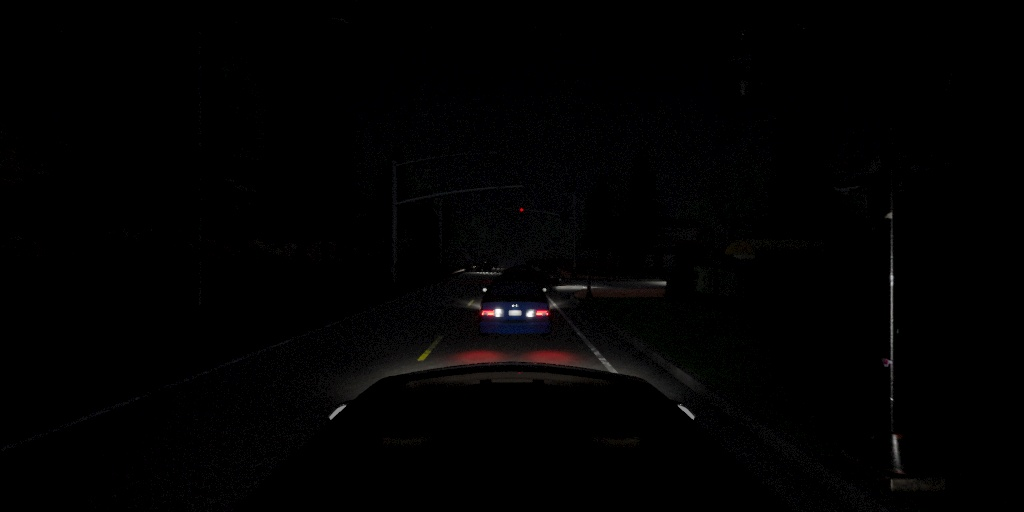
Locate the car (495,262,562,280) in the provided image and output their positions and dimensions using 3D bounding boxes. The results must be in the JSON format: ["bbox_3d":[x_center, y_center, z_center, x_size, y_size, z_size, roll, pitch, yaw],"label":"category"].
[{"bbox_3d":[1.365,1.358,26.068,4.674,1.442,1.812,0,0,33],"label":"car"}]

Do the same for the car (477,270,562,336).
[{"bbox_3d":[0.075,1.297,10.393,2.033,1.411,5.357,0,0,0],"label":"car"}]

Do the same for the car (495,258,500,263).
[{"bbox_3d":[-3.602,1.101,62.030,2.097,1.767,4.553,0,0,0],"label":"car"}]

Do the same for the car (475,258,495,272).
[{"bbox_3d":[-3.616,1.297,45.989,2.033,1.411,5.357,0,0,0],"label":"car"}]
